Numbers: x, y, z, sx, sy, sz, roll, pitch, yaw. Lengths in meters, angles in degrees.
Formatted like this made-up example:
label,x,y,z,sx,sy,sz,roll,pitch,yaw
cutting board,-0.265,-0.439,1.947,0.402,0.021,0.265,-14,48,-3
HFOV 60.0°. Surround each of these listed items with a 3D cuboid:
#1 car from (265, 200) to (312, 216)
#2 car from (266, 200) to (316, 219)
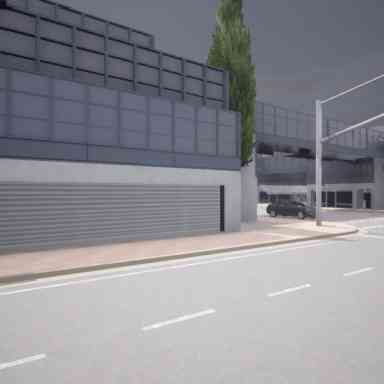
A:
label,x,y,z,sx,sy,sz,roll,pitch,yaw
car,9.673,1.564,33.468,1.994,1.385,4.181,0,0,-37
car,8.705,1.505,28.915,1.837,1.490,4.892,0,0,-37
